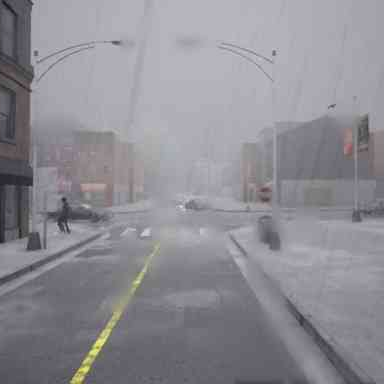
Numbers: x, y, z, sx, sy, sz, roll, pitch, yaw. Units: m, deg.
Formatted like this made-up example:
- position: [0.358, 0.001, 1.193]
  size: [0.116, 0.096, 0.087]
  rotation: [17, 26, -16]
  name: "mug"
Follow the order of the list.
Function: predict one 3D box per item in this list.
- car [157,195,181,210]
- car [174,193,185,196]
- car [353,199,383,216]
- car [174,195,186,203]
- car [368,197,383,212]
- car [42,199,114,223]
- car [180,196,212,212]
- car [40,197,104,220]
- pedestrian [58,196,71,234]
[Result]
- position: [-3.017, 1.510, 42.019]
  size: [2.033, 1.411, 5.357]
  rotation: [0, 0, 8]
  name: "car"
- position: [-2.485, 1.296, 54.390]
  size: [2.097, 1.767, 4.553]
  rotation: [0, 0, 0]
  name: "car"
- position: [16.543, 1.272, 27.949]
  size: [5.357, 1.411, 2.033]
  rotation: [-1, -1, 0]
  name: "car"
- position: [-2.411, 1.416, 67.212]
  size: [2.128, 1.511, 4.902]
  rotation: [0, 0, 1]
  name: "car"
- position: [21.327, 1.286, 34.687]
  size: [5.008, 1.535, 1.882]
  rotation: [-1, -1, 0]
  name: "car"
- position: [-7.859, 1.426, 23.602]
  size: [4.674, 1.442, 1.812]
  rotation: [-1, -1, 16]
  name: "car"
- position: [0.664, 1.523, 38.891]
  size: [2.033, 1.411, 5.357]
  rotation: [0, 0, -19]
  name: "car"
- position: [-9.933, 1.352, 27.741]
  size: [4.553, 1.767, 2.097]
  rotation: [0, -1, 0]
  name: "car"
- position: [-6.265, 1.137, 16.321]
  size: [0.375, 1.860, 0.375]
  rotation: [1, -1, 0]
  name: "pedestrian"
